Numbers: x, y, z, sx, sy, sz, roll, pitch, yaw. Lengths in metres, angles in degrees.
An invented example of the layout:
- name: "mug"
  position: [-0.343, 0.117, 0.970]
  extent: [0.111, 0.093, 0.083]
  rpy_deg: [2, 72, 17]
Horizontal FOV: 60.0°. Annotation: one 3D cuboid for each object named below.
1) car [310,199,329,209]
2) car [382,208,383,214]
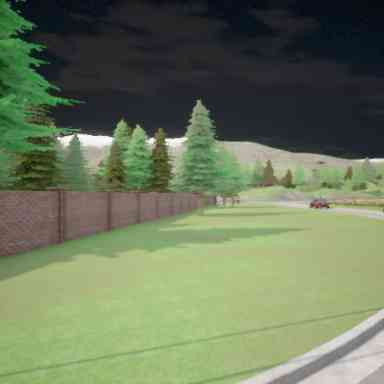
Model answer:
- name: "car"
  position: [21.169, 1.877, 55.433]
  extent: [2.097, 1.767, 4.553]
  rpy_deg: [-1, -1, 4]
- name: "car"
  position: [19.854, 1.825, 31.473]
  extent: [1.895, 1.301, 4.718]
  rpy_deg: [-1, -1, 9]
